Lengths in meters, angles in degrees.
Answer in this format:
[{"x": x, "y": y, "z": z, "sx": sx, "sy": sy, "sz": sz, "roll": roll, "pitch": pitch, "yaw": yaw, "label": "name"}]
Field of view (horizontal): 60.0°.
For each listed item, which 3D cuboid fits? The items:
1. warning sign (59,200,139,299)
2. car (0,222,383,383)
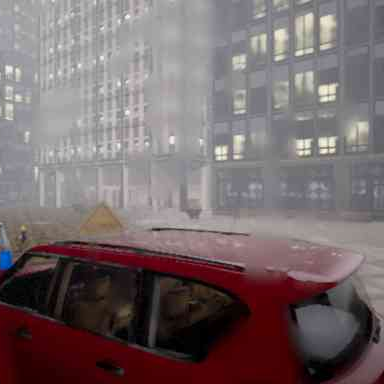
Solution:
[{"x": -1.988, "y": 1.125, "z": 7.219, "sx": 1.060, "sy": 1.860, "sz": 1.300, "roll": 0, "pitch": 0, "yaw": 36, "label": "warning sign"}, {"x": -0.723, "y": 1.319, "z": 3.384, "sx": 5.009, "sy": 1.841, "sz": 2.192, "roll": 0, "pitch": 0, "yaw": 36, "label": "car"}]
